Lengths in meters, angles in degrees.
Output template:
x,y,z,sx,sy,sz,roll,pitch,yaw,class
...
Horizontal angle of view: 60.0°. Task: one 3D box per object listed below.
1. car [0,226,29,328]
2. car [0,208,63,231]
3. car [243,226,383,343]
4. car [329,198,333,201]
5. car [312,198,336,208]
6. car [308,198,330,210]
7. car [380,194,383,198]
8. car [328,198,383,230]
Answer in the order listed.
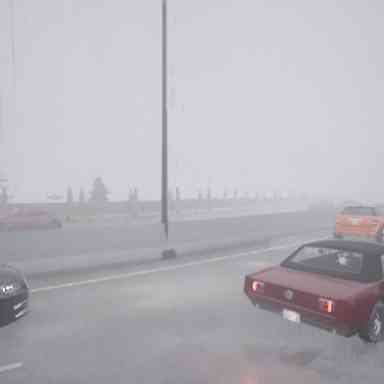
x,y,z,sx,sy,sz,roll,pitch,yaw,class
-5.006,1.517,4.642,4.902,1.511,2.128,0,0,-34,car
-9.612,1.644,18.883,4.181,1.385,1.994,0,0,-38,car
3.247,1.615,6.518,4.718,1.301,1.895,0,0,-39,car
16.959,1.582,36.085,1.837,1.490,4.892,0,-1,41,car
19.987,1.617,50.122,1.837,1.490,4.892,0,0,42,car
15.537,1.567,39.772,1.882,1.535,5.008,0,0,41,car
41.585,1.344,69.375,2.150,2.045,5.566,0,0,41,car
8.802,1.385,16.406,2.097,1.767,4.553,0,0,45,car
